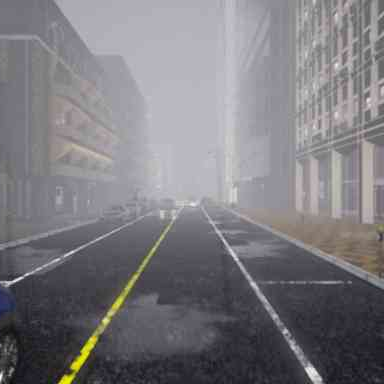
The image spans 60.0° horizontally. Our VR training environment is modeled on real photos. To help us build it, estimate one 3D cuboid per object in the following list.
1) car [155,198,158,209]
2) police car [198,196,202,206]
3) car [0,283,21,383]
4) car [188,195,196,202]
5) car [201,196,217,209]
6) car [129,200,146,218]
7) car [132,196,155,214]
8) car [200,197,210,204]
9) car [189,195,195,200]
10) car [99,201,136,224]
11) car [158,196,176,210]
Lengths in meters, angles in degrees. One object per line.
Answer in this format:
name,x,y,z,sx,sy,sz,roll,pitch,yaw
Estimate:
car,-5.696,1.532,47.610,1.967,1.590,4.097,0,0,0
police car,2.360,1.542,58.528,1.930,1.638,5.238,0,0,0
car,-3.099,1.355,2.080,2.097,1.767,4.553,0,0,0
car,-0.009,1.509,76.300,1.837,1.490,4.892,0,0,0
car,2.684,1.618,47.781,1.752,1.417,4.829,0,0,0
car,-5.694,1.637,30.664,1.802,1.307,4.206,0,0,0
car,-5.696,1.383,36.313,2.192,1.841,5.009,0,0,0
car,2.682,1.712,70.205,1.947,1.339,4.313,0,0,0
car,-0.010,1.615,93.593,1.812,1.442,4.674,0,0,0
car,-5.694,1.625,25.015,1.802,1.307,4.206,0,0,0
car,-3.094,1.610,44.065,1.812,1.442,4.674,0,0,0
